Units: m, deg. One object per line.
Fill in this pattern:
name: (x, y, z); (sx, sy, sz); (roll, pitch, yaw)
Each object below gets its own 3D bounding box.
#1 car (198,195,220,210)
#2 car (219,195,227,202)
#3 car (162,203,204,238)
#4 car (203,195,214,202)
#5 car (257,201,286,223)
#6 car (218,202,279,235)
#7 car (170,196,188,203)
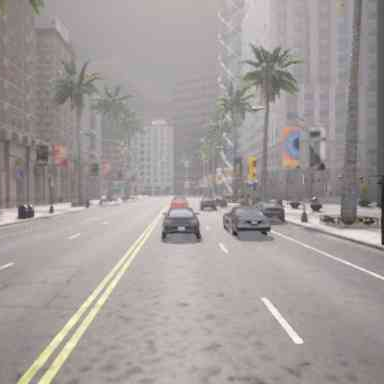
car: (1.928, 1.446, 41.493); (1.837, 1.490, 4.892); (0, 0, -2)
car: (4.387, 1.277, 54.521); (2.185, 1.767, 4.553); (0, 0, -2)
car: (-0.581, 1.502, 17.413); (1.812, 1.442, 4.674); (0, 0, -2)
car: (3.783, 1.406, 76.445); (2.161, 1.482, 4.786); (0, 0, -2)
car: (5.596, 1.443, 25.171); (2.231, 1.521, 4.892); (0, 0, -2)
car: (2.882, 1.520, 18.498); (2.033, 1.411, 5.357); (0, 0, -2)
car: (-1.489, 1.298, 39.379); (2.097, 1.767, 4.553); (0, 0, -2)
